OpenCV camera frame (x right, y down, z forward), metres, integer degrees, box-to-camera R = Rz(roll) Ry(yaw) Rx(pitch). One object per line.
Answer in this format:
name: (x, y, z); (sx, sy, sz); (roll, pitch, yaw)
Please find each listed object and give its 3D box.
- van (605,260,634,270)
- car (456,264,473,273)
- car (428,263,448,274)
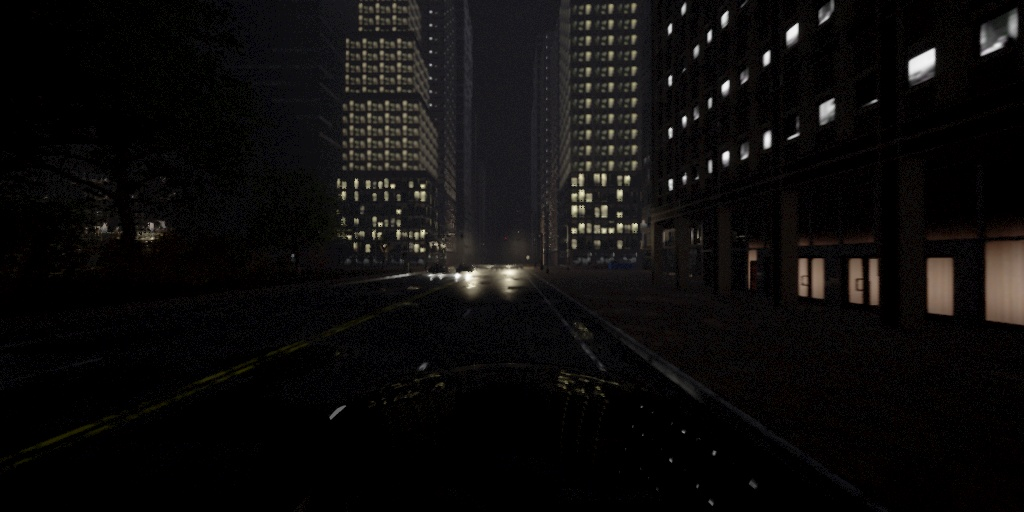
van: (18.378, 1.567, 60.520); (3.998, 1.789, 1.690); (0, 0, 2)
car: (-6.525, 1.702, 49.452); (1.895, 1.301, 4.718); (0, -1, 1)
car: (-9.787, 1.652, 47.879); (1.994, 1.385, 4.181); (0, -1, 0)
